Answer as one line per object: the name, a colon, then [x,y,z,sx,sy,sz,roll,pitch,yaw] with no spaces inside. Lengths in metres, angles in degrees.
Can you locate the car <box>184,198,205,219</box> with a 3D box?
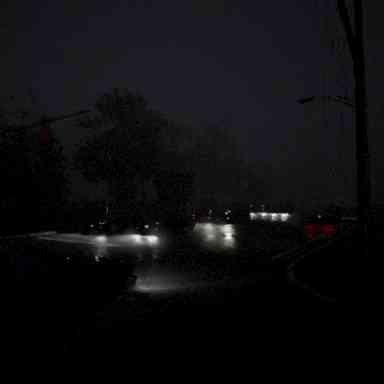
car: [0.679,1.583,30.911,2.150,2.045,5.566,-1,-1,33]

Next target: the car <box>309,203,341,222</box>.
car: [10.959,1.659,27.333,1.812,1.442,4.674,-1,-1,32]

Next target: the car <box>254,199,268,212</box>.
car: [9.489,1.781,44.846,2.097,1.767,4.553,-1,-1,32]

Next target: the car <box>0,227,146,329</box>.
car: [-3.500,1.655,5.947,2.033,1.411,5.357,-2,-1,37]

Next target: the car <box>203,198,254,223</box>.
car: [3.192,1.633,28.340,2.097,1.767,4.553,-1,-1,33]

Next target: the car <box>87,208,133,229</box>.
car: [-4.792,1.850,22.513,1.837,1.490,4.892,-2,-1,35]

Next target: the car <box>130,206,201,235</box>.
car: [-1.555,1.833,21.043,1.994,1.385,4.181,-2,-1,33]

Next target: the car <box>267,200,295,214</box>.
car: [11.208,1.902,41.011,1.994,1.385,4.181,-1,-1,32]
